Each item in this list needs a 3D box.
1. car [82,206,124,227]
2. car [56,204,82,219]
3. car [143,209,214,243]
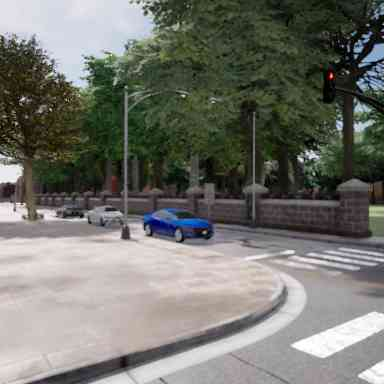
[{"bbox_3d":[-6.778,1.827,26.063,1.812,1.442,4.674,0,-1,-35],"label":"car"},{"bbox_3d":[-12.558,1.974,34.176,1.994,1.385,4.181,0,-1,-35],"label":"car"},{"bbox_3d":[-0.851,1.679,17.773,1.882,1.535,5.008,0,-1,-36],"label":"car"}]
